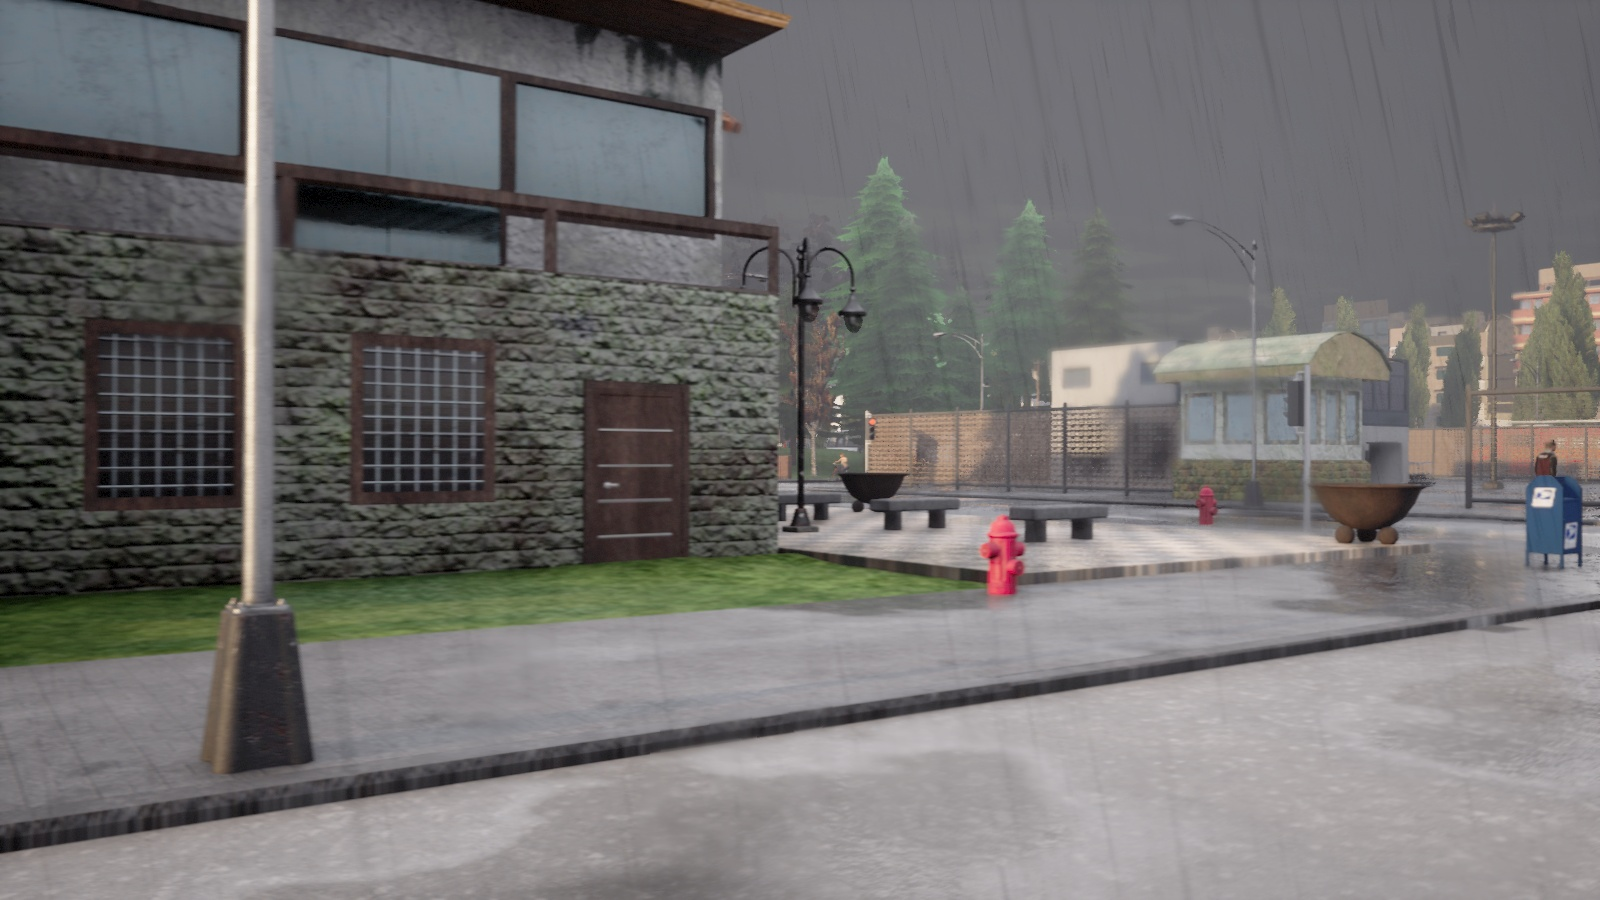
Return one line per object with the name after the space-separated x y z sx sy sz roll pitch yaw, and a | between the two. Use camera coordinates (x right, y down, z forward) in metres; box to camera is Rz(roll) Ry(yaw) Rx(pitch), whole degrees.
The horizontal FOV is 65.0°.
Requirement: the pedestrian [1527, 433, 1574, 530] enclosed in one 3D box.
14.558 0.611 24.362 0.720 1.854 0.376 0 0 -16 | pedestrian

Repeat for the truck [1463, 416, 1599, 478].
47.605 -0.165 80.647 2.891 3.827 8.468 0 0 -35 | truck

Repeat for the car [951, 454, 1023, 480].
10.770 0.960 72.364 3.806 1.475 1.970 0 0 -35 | car
